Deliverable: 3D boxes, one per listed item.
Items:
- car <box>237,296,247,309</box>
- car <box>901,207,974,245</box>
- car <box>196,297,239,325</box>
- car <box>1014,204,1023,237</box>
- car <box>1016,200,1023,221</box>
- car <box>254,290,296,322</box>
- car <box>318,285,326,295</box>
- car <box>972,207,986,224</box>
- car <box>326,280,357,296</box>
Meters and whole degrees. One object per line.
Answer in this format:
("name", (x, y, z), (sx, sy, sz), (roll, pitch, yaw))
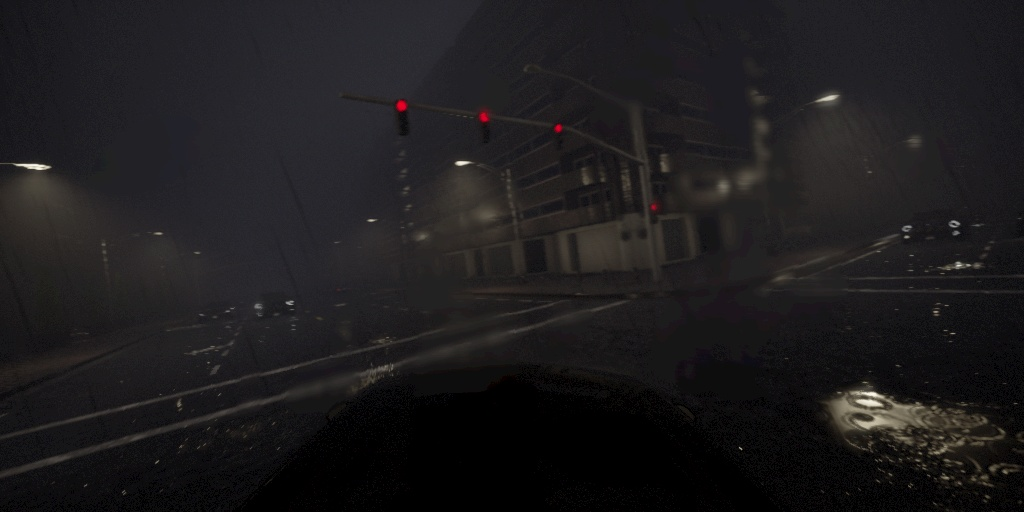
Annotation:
("car", (-32.184, 5.484, 41.759), (1.882, 1.535, 5.008), (-7, 0, -35))
("car", (22.694, -1.696, 19.248), (4.553, 1.767, 2.097), (-7, 0, -35))
("car", (-22.099, 4.158, 26.926), (1.812, 1.442, 4.674), (-7, 0, -35))
("car", (24.581, -1.734, 16.289), (4.181, 1.385, 1.994), (-7, 0, -35))
("car", (38.902, -3.523, 26.359), (4.181, 1.385, 1.994), (-7, 0, -35))
("car", (-15.688, 3.154, 23.687), (2.097, 1.767, 4.553), (-7, 0, -35))
("car", (-27.798, 4.978, 53.842), (1.812, 1.442, 4.674), (-7, 0, -35))
("car", (36.634, -3.225, 29.033), (4.181, 1.385, 1.994), (-7, 0, -35))
("car", (-21.016, 4.102, 44.039), (2.033, 1.411, 5.357), (-7, 0, -34))
